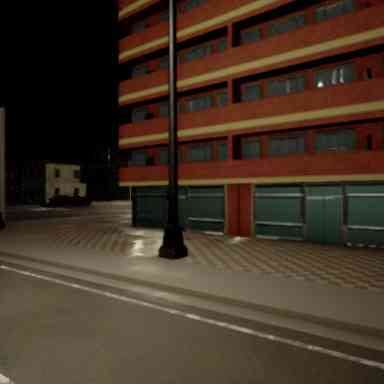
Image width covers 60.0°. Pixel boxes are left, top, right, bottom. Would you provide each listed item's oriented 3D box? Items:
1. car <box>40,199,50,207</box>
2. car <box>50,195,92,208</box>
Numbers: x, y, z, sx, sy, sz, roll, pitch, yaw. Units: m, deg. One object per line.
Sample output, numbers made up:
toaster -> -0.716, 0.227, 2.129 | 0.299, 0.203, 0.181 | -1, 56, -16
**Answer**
car -> -19.036, 1.251, 46.912 | 2.097, 1.767, 4.553 | 0, 1, 37
car -> -16.026, 1.355, 45.097 | 1.882, 1.535, 5.008 | 0, 1, 37
